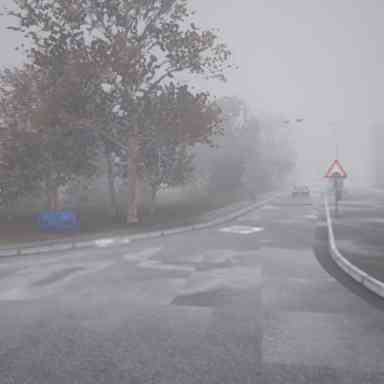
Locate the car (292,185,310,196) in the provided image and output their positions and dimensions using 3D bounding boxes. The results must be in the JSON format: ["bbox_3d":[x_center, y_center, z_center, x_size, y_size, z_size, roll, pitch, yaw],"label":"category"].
[{"bbox_3d":[13.638,-0.180,41.503,1.895,1.301,4.718,-1,3,21],"label":"car"}]
